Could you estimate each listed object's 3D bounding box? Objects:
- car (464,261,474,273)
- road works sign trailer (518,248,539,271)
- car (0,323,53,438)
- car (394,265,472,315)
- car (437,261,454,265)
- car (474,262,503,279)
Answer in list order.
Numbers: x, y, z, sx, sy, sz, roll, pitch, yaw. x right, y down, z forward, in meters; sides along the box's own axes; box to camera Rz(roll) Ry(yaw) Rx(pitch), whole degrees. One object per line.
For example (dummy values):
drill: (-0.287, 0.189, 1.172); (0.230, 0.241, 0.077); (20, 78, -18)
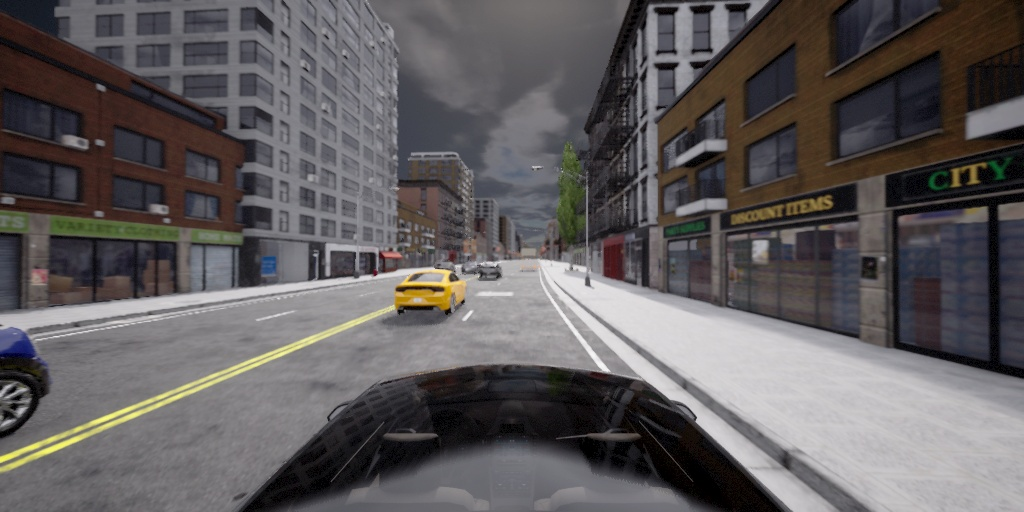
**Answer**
car: (-4.866, 1.411, 43.164); (2.128, 1.511, 4.902); (0, 0, 4)
road works sign trailer: (2.490, 0.440, 54.045); (2.380, 3.560, 2.880); (0, 0, 4)
car: (-6.569, 1.095, 2.259); (2.097, 1.767, 4.553); (0, 0, 0)
car: (-2.959, 1.270, 13.953); (1.882, 1.535, 5.008); (0, 0, 1)
car: (-8.107, 1.422, 43.403); (1.837, 1.490, 4.892); (0, 0, 4)
car: (-1.981, 1.378, 34.873); (2.128, 1.511, 4.902); (0, 0, 4)
